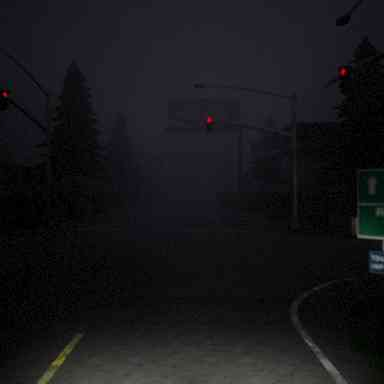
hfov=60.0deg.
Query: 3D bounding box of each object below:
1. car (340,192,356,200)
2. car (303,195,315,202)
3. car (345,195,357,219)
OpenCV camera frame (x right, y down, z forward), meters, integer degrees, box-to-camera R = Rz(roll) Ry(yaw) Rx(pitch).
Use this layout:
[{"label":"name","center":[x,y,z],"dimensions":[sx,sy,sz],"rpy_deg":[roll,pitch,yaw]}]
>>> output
[{"label":"car","center":[34.876,1.163,72.420],"dimensions":[2.007,1.523,4.514],"rpy_deg":[0,0,0]},{"label":"car","center":[22.475,1.261,64.624],"dimensions":[1.970,1.475,3.806],"rpy_deg":[0,0,0]},{"label":"car","center":[14.357,1.389,25.554],"dimensions":[3.866,1.878,1.905],"rpy_deg":[0,0,0]}]
